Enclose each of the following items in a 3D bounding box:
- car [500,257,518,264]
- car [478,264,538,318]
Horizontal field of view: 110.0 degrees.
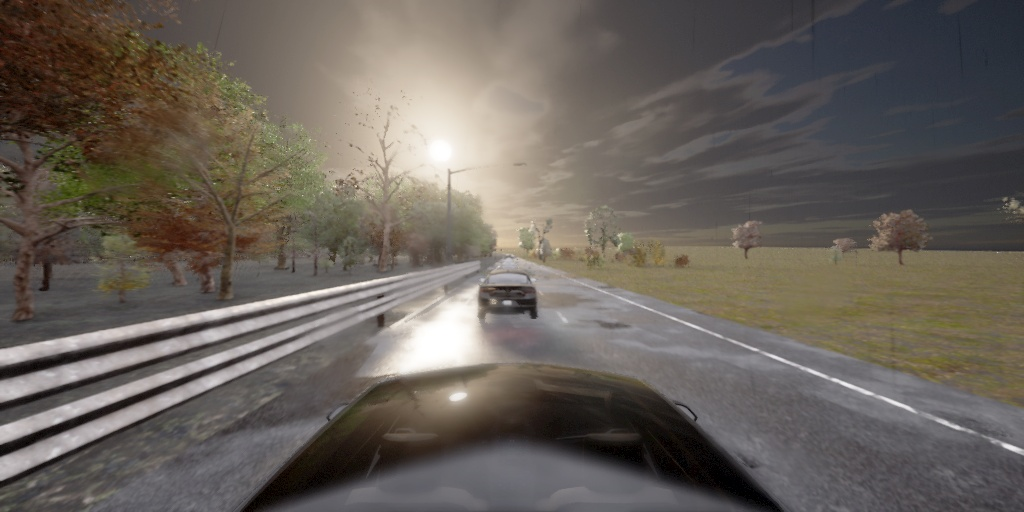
[{"bbox_3d":[-0.388,1.201,42.642,1.812,1.442,4.674,0,0,0],"label":"car"},{"bbox_3d":[-0.137,1.224,12.885,1.882,1.535,5.008,0,0,0],"label":"car"}]
